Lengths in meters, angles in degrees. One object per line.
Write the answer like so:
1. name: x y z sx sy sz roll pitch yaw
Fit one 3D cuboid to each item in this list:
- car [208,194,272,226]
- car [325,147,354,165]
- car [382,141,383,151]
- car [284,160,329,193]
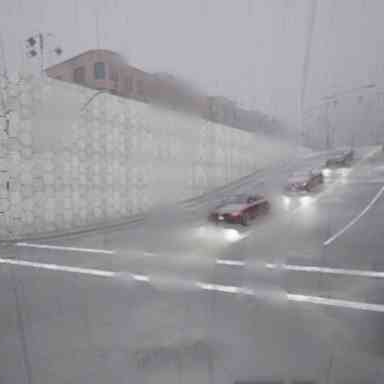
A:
1. car: 2.614 0.835 17.796 1.994 1.385 4.181 -1 7 38
2. car: 14.792 -3.622 33.321 1.837 1.490 4.892 0 14 38
3. car: 22.836 -5.685 37.671 1.882 1.535 5.008 0 14 38
4. car: 8.594 -1.047 25.442 1.812 1.442 4.674 0 14 39
